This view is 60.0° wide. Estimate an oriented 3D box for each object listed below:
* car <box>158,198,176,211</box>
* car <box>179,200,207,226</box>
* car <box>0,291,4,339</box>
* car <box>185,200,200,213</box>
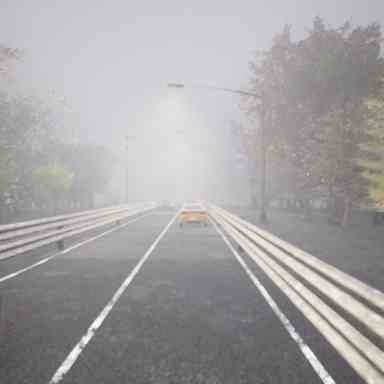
[{"bbox_3d":[-3.349,1.664,44.900,2.097,1.767,4.553,0,0,0],"label":"car"},{"bbox_3d":[0.091,1.594,24.259,1.882,1.535,5.008,0,-1,0],"label":"car"},{"bbox_3d":[-3.350,1.506,2.363,1.837,1.490,4.892,0,0,0],"label":"car"},{"bbox_3d":[0.084,1.771,42.828,1.882,1.535,5.008,0,-1,0],"label":"car"}]
